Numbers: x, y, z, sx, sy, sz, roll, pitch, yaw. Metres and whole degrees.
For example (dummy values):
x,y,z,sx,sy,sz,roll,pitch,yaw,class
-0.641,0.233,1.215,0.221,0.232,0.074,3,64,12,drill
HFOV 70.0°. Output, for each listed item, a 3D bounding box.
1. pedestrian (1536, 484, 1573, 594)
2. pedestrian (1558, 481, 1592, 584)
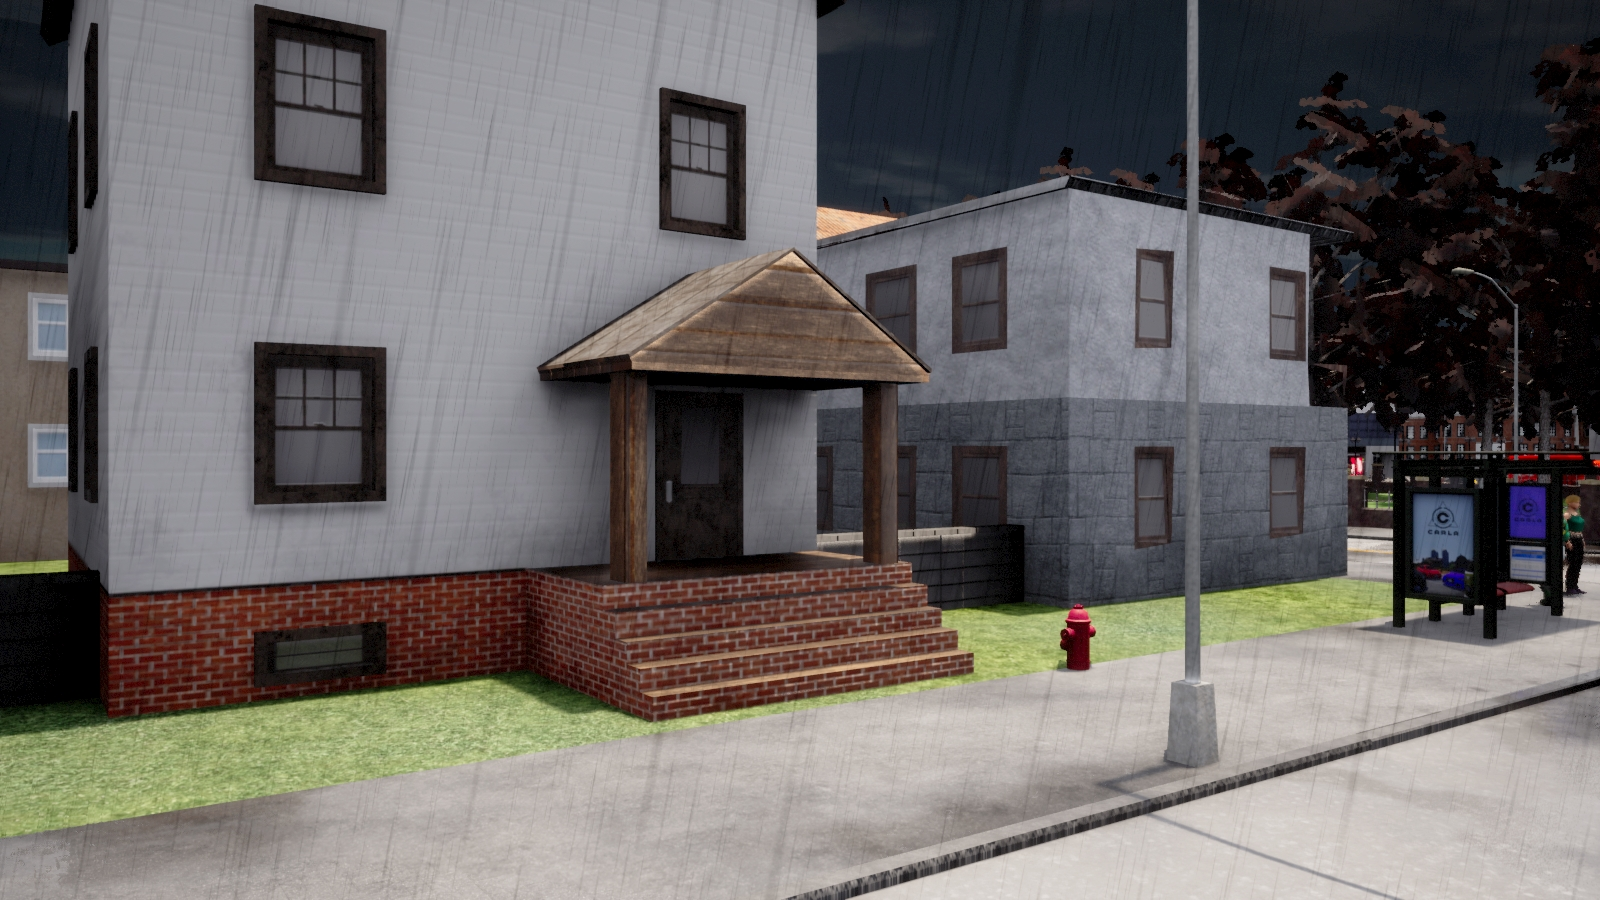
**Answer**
x,y,z,sx,sy,sz,roll,pitch,yaw,class
12.955,1.516,19.629,0.375,1.860,0.375,0,0,-9,pedestrian
14.346,1.516,21.150,0.375,1.860,0.375,0,0,-20,pedestrian
